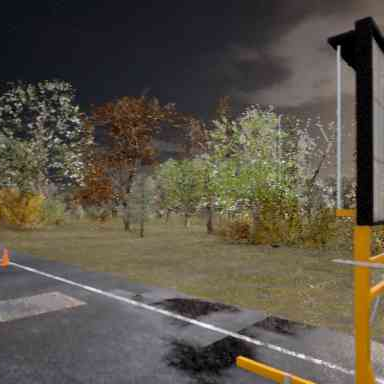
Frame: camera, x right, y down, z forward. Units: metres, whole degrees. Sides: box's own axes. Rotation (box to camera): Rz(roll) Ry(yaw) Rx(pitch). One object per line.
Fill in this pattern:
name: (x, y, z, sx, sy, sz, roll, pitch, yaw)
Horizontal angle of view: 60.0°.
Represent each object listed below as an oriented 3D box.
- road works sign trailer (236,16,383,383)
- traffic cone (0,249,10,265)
road works sign trailer: (1.650, 0.676, 3.066, 2.880, 3.560, 2.380, -1, -4, 41)
traffic cone: (-7.129, 2.472, 12.720, 0.340, 0.580, 0.340, -1, -4, 41)
